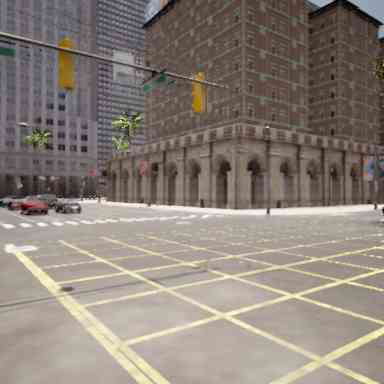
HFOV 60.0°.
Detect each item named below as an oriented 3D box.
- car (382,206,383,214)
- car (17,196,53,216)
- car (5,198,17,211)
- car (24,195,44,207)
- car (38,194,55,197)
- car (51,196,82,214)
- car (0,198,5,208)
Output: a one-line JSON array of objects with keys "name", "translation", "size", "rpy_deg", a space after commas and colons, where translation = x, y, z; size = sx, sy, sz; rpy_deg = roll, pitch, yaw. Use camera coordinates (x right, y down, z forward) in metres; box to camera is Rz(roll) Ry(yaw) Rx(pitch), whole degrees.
[{"name": "car", "translation": [20.753, 1.636, 32.888], "size": [4.718, 1.301, 1.895], "rpy_deg": [0, 0, -35]}, {"name": "car", "translation": [-15.773, 1.484, 33.259], "size": [1.882, 1.535, 5.008], "rpy_deg": [0, 0, -36]}, {"name": "car", "translation": [-21.587, 1.570, 41.376], "size": [1.994, 1.385, 4.181], "rpy_deg": [0, 0, -35]}, {"name": "car", "translation": [-24.803, 1.362, 52.078], "size": [2.097, 1.767, 4.553], "rpy_deg": [0, 0, -35]}, {"name": "car", "translation": [-19.116, 1.231, 43.949], "size": [2.150, 2.045, 5.566], "rpy_deg": [0, 0, -35]}, {"name": "car", "translation": [-13.377, 1.501, 35.920], "size": [2.128, 1.511, 4.902], "rpy_deg": [0, 0, -36]}, {"name": "car", "translation": [-27.636, 1.554, 49.992], "size": [2.033, 1.411, 5.357], "rpy_deg": [0, 0, -35]}]
